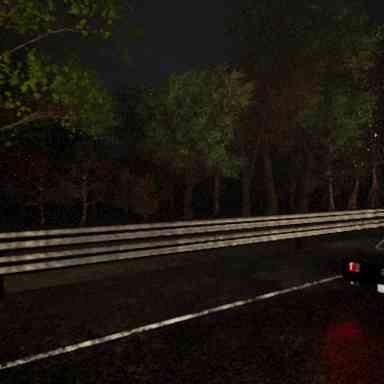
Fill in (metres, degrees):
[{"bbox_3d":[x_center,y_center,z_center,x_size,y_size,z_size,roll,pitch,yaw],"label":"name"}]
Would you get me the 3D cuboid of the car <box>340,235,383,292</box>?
[{"bbox_3d":[5.547,1.583,7.671,4.718,1.301,1.895,0,0,-35],"label":"car"}]
